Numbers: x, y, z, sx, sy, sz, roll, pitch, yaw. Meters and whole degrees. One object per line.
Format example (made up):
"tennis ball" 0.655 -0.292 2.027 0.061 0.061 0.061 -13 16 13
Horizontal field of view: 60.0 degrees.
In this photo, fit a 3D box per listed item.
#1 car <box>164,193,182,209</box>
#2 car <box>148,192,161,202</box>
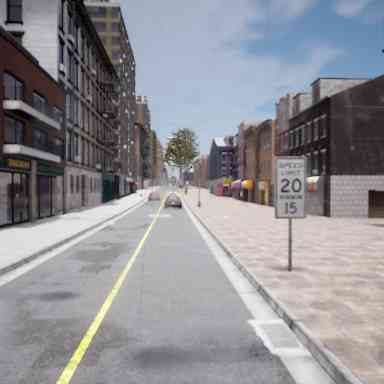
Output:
"car" -2.158 1.145 38.438 1.994 1.385 4.181 0 1 -3
"car" -5.933 0.691 52.639 1.812 1.442 4.674 0 2 -3
